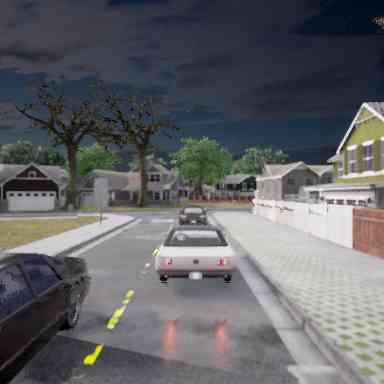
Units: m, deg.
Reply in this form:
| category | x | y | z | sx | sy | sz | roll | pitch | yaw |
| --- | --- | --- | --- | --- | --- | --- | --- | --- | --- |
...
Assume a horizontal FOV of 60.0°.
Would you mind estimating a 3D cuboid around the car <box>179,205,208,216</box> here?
| category | x | y | z | sx | sy | sz | roll | pitch | yaw |
| --- | --- | --- | --- | --- | --- | --- | --- | --- | --- |
| car | 0.088 | 1.594 | 21.794 | 1.812 | 1.442 | 4.674 | 0 | 0 | 0 |

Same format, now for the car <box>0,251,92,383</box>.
| category | x | y | z | sx | sy | sz | roll | pitch | yaw |
| --- | --- | --- | --- | --- | --- | --- | --- | --- | --- |
| car | -2.849 | 1.561 | 4.215 | 2.033 | 1.411 | 5.357 | 0 | 0 | 0 |

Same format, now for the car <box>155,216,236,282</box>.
| category | x | y | z | sx | sy | sz | roll | pitch | yaw |
| --- | --- | --- | --- | --- | --- | --- | --- | --- | --- |
| car | 0.094 | 1.631 | 9.835 | 1.895 | 1.301 | 4.718 | 0 | 0 | 0 |
